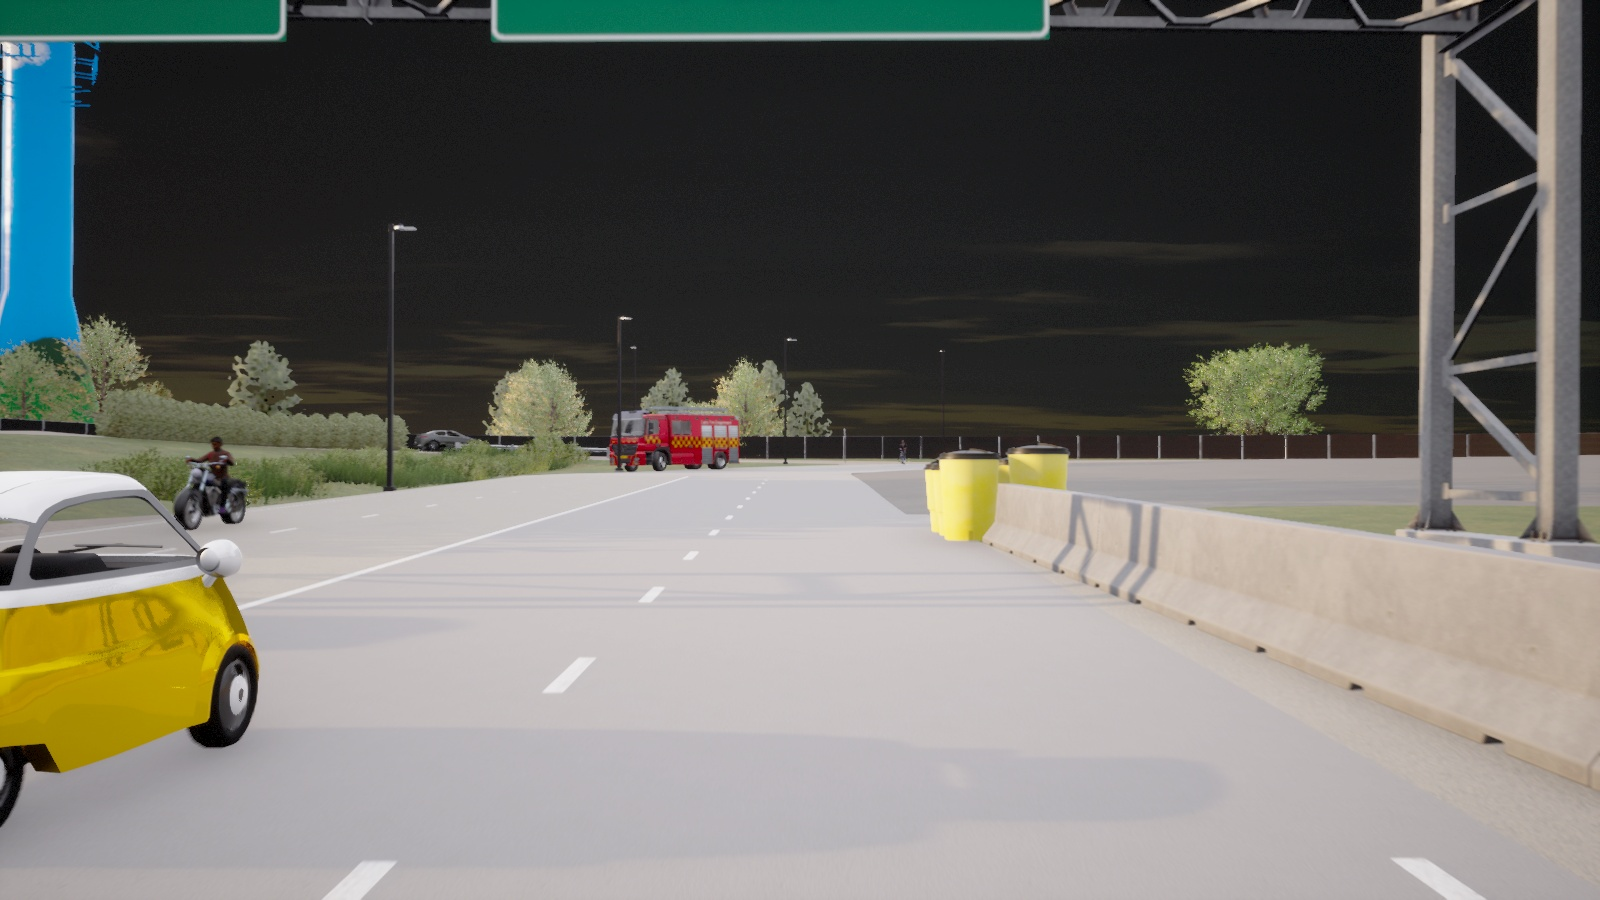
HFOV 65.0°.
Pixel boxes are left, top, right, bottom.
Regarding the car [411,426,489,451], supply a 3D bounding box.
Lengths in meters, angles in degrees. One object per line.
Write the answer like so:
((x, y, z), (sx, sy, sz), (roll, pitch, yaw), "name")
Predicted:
((-25.606, -0.807, 91.959), (5.027, 1.651, 2.152), (2, -2, -34), "car")

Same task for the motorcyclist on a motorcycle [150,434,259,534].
((-10.352, 0.554, 21.925), (0.766, 1.649, 2.350), (0, 1, 1), "motorcyclist on a motorcycle")

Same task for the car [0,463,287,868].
((-3.453, 0.768, 5.519), (1.481, 1.376, 2.207), (0, 1, 0), "car")

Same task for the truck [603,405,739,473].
((-7.557, -0.646, 74.974), (2.891, 3.827, 8.468), (-1, 0, 40), "truck")
